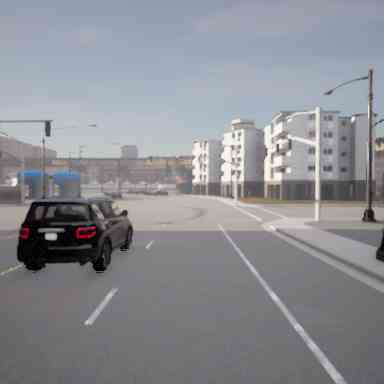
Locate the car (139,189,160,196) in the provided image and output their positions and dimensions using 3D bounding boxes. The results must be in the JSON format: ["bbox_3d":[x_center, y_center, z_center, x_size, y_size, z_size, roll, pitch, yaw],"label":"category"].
[{"bbox_3d":[-10.676,0.282,83.098,2.128,1.511,4.902,-1,1,-32],"label":"car"}]

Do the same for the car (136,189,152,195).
[{"bbox_3d":[-13.253,-0.072,92.238,1.837,1.490,4.892,-1,2,-45],"label":"car"}]

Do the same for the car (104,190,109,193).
[{"bbox_3d":[-19.002,0.375,76.603,1.812,1.442,4.674,-1,1,-29],"label":"car"}]

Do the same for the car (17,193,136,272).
[{"bbox_3d":[-3.446,1.184,10.861,2.150,2.045,5.566,0,0,0],"label":"car"}]

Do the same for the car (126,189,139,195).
[{"bbox_3d":[-16.165,0.028,90.226,1.812,1.442,4.674,-1,2,-45],"label":"car"}]

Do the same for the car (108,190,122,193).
[{"bbox_3d":[-13.856,0.632,61.933,1.882,1.535,5.008,0,1,-8],"label":"car"}]

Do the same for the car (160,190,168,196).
[{"bbox_3d":[-7.795,0.221,85.091,1.837,1.490,4.892,-1,1,-32],"label":"car"}]
